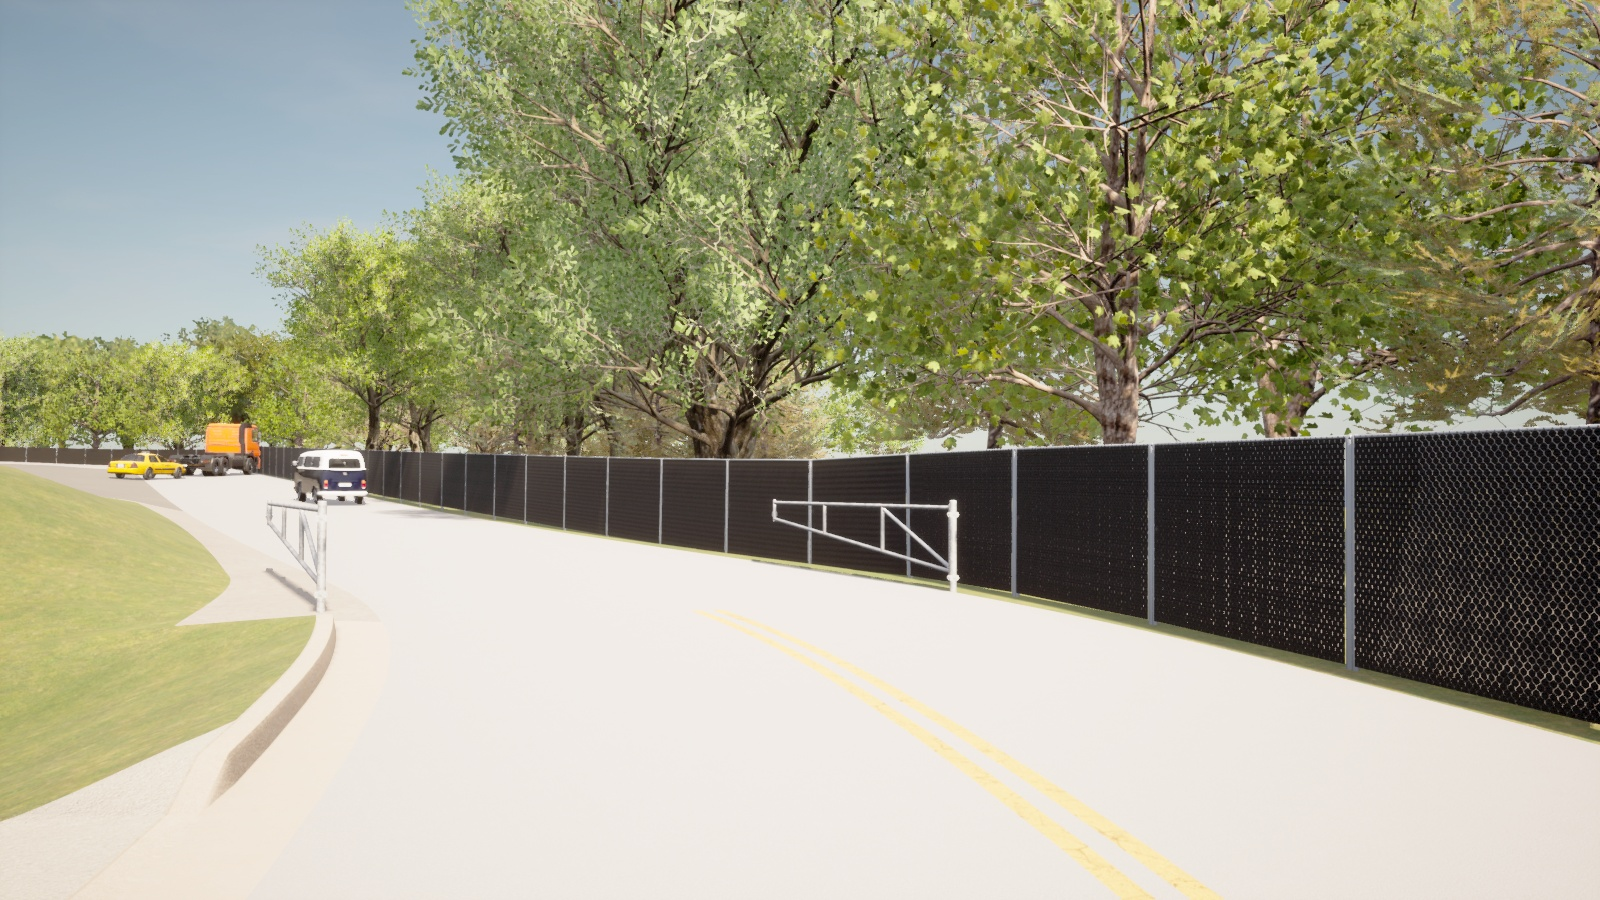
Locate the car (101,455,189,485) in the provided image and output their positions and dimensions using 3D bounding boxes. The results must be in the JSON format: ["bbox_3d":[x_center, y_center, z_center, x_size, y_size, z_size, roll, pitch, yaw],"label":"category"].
[{"bbox_3d":[-36.676,1.127,70.474,1.801,1.575,5.366,1,0,4],"label":"car"}]

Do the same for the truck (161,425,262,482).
[{"bbox_3d":[-37.760,0.209,80.924,2.891,3.462,7.936,1,0,-1],"label":"truck"}]

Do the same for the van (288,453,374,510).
[{"bbox_3d":[-18.054,1.152,48.213,2.069,2.038,4.480,1,0,-35],"label":"van"}]
